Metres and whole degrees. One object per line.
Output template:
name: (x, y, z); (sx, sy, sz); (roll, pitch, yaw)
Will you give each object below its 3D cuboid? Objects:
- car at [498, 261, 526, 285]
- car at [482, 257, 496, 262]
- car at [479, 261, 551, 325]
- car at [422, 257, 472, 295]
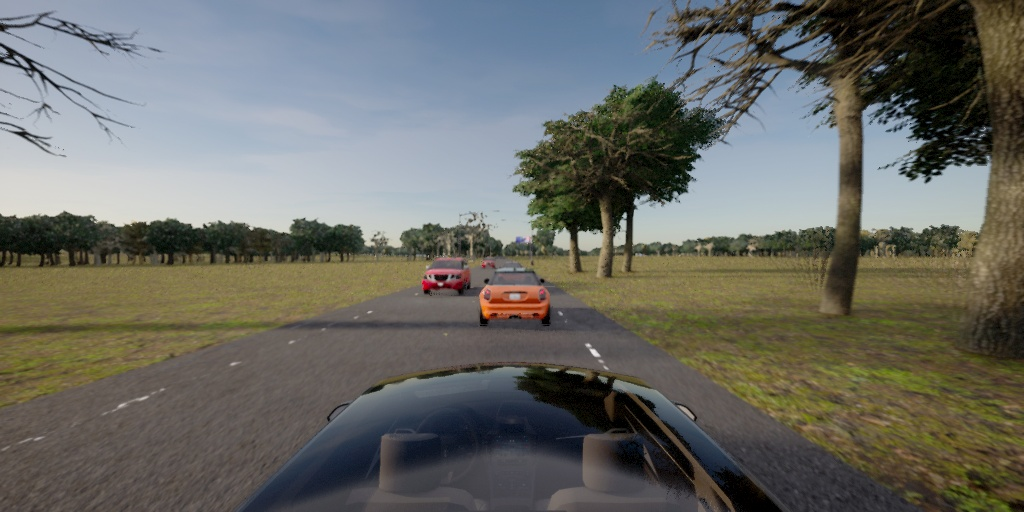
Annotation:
car: (-0.005, 1.267, 28.809); (2.097, 1.767, 4.553); (0, 0, 0)
car: (-4.036, 1.246, 62.798); (2.150, 2.045, 5.566); (0, 0, 0)
car: (0.078, 1.178, 12.254); (2.097, 1.767, 4.553); (0, 0, 0)
car: (-3.653, 1.101, 21.051); (2.150, 2.045, 5.566); (0, 0, 0)
